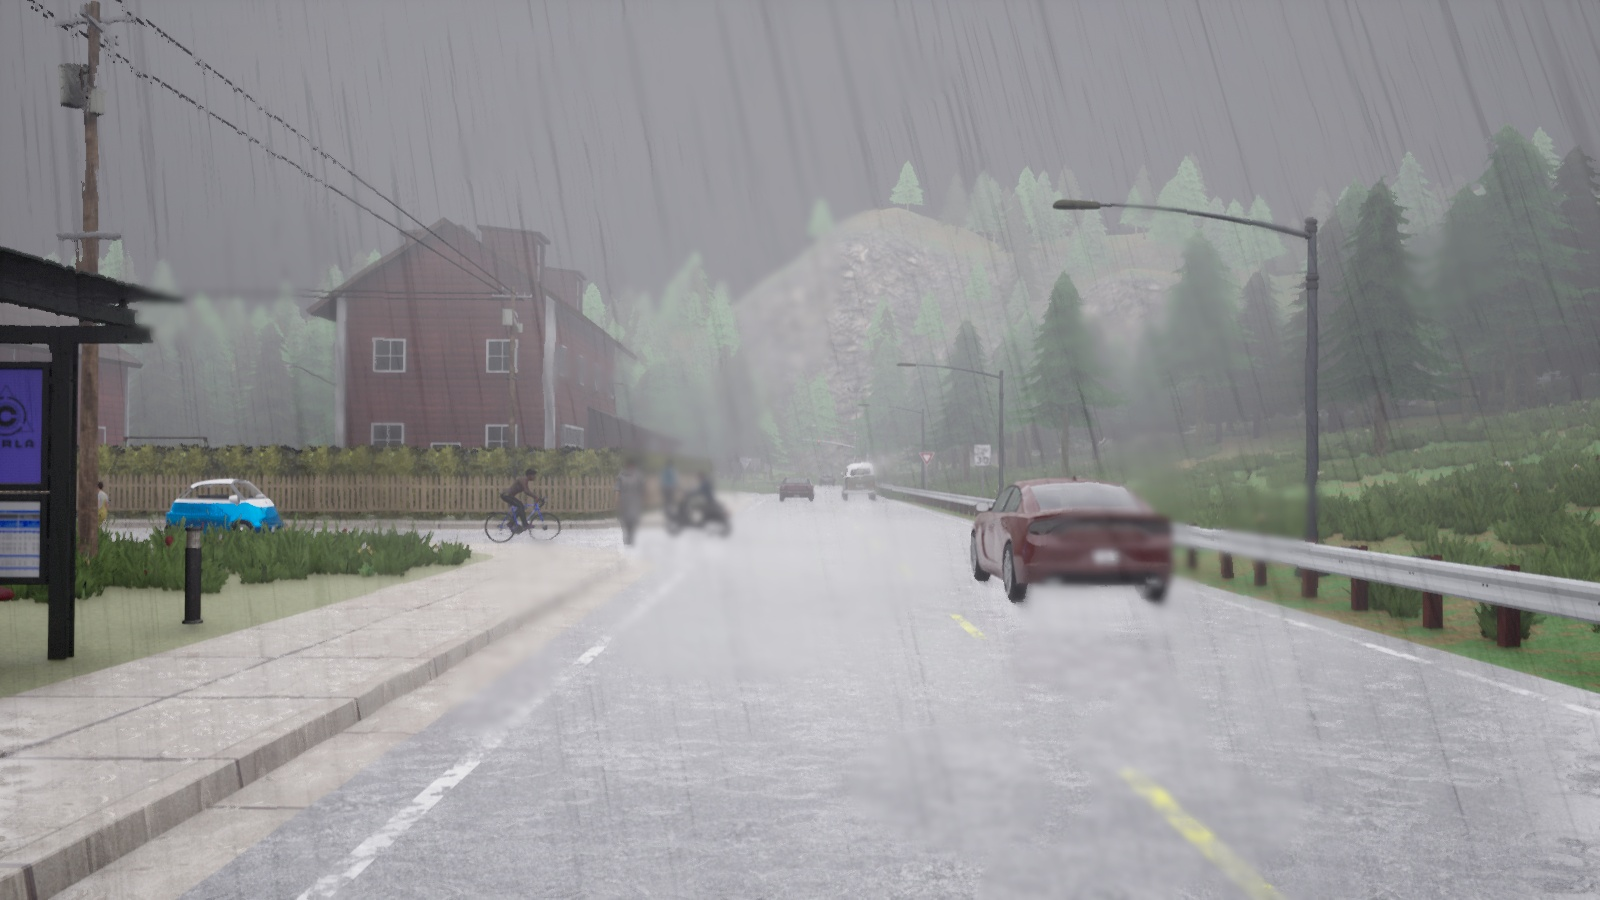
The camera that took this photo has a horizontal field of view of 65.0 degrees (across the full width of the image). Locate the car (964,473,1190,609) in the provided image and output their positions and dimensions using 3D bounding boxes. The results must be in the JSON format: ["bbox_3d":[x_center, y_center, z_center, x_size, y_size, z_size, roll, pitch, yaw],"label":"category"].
[{"bbox_3d":[3.460,1.074,16.712,1.882,1.535,5.008,0,-1,0],"label":"car"}]

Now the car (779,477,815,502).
[{"bbox_3d":[-0.162,2.116,68.217,1.895,1.301,4.718,0,-1,0],"label":"car"}]

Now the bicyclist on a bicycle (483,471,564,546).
[{"bbox_3d":[-6.025,1.275,27.401,1.656,1.620,0.582,0,-1,-3],"label":"bicyclist on a bicycle"}]

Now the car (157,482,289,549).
[{"bbox_3d":[-12.526,1.401,27.339,2.207,1.376,1.481,-1,-1,0],"label":"car"}]

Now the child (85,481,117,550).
[{"bbox_3d":[-12.892,1.210,23.158,0.437,1.263,0.270,0,-1,1],"label":"child"}]

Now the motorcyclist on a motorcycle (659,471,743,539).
[{"bbox_3d":[-2.374,1.308,30.134,1.817,1.590,0.866,-1,-1,21],"label":"motorcyclist on a motorcycle"}]

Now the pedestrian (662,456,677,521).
[{"bbox_3d":[-3.873,1.143,37.317,0.396,1.930,0.692,0,-1,-2],"label":"pedestrian"}]

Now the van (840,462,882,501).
[{"bbox_3d":[3.334,1.738,69.161,2.069,2.038,4.480,0,-1,0],"label":"van"}]

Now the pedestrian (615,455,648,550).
[{"bbox_3d":[-3.510,1.079,26.122,0.659,1.952,0.873,0,-1,-9],"label":"pedestrian"}]
